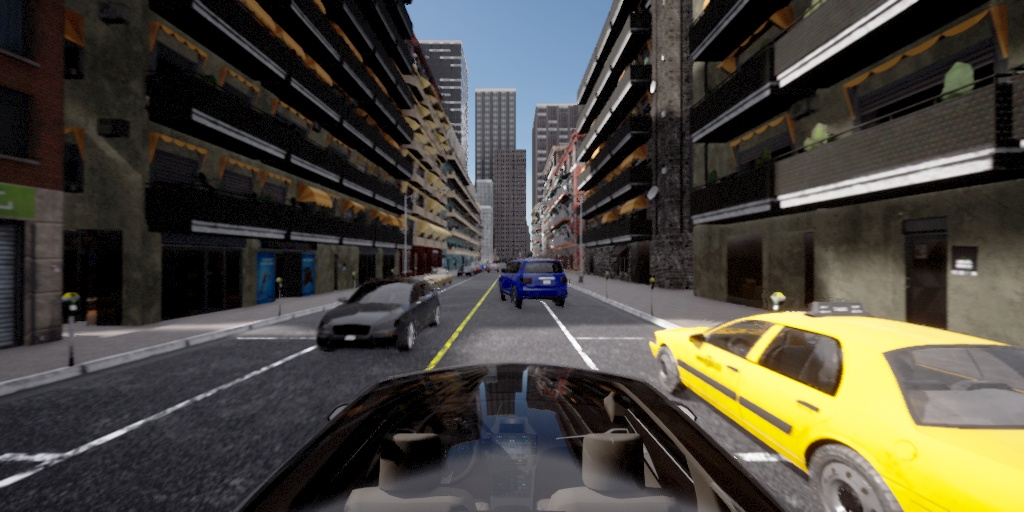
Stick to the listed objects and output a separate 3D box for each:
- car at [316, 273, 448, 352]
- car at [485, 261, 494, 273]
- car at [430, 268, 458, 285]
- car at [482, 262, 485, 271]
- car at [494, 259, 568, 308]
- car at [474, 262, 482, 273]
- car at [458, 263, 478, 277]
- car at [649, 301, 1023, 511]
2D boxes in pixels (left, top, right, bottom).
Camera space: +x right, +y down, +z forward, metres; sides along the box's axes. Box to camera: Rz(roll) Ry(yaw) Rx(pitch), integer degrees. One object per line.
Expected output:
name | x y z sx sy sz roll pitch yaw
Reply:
car | -3.104 1.350 9.313 1.837 1.490 4.892 0 -1 0
car | -3.033 1.998 58.195 1.812 1.442 4.674 0 -1 0
car | -5.702 1.611 28.065 1.751 1.417 4.829 0 0 0
car | -5.713 1.987 55.850 1.888 1.381 4.507 0 0 0
car | 0.810 1.159 16.629 2.150 2.045 5.566 0 -1 -12
car | -5.710 1.915 50.326 1.888 1.381 4.507 0 0 0
car | -5.708 1.864 44.803 1.948 1.339 4.313 0 0 0
car | 3.149 1.232 3.760 1.801 1.575 5.366 0 -1 0
